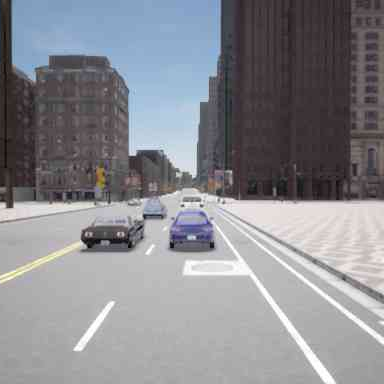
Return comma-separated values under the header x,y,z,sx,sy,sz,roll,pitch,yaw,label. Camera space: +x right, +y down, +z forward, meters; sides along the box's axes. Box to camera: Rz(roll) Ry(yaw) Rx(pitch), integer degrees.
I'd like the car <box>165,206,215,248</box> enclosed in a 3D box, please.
x,y,z,sx,sy,sz,roll,pitch,yaw,label
0.000,1.538,14.654,1.812,1.442,4.674,0,0,0,car

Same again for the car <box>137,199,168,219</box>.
x,y,z,sx,sy,sz,roll,pitch,yaw,label
-3.249,1.597,29.656,2.033,1.411,5.357,0,0,0,car

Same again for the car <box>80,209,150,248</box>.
x,y,z,sx,sy,sz,roll,pitch,yaw,label
-3.250,1.622,14.684,1.895,1.301,4.718,0,0,0,car

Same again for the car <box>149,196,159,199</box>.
x,y,z,sx,sy,sz,roll,pitch,yaw,label
-6.500,1.514,56.691,2.097,1.767,4.553,0,0,0,car

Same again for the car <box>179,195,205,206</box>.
x,y,z,sx,sy,sz,roll,pitch,yaw,label
0.001,1.292,29.686,2.150,2.045,5.566,0,0,0,car

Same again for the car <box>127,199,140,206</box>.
x,y,z,sx,sy,sz,roll,pitch,yaw,label
-9.750,1.764,56.631,1.895,1.301,4.718,0,0,0,car
